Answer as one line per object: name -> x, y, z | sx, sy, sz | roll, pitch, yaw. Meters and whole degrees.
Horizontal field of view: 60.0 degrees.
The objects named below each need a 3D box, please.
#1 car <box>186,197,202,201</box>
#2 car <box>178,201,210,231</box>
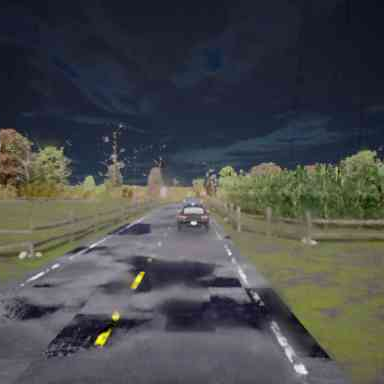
car -> 0.095, 1.345, 36.999 | 2.097, 1.767, 4.553 | 0, 0, 0
car -> 0.096, 1.527, 20.361 | 1.812, 1.442, 4.674 | 0, 0, 0
